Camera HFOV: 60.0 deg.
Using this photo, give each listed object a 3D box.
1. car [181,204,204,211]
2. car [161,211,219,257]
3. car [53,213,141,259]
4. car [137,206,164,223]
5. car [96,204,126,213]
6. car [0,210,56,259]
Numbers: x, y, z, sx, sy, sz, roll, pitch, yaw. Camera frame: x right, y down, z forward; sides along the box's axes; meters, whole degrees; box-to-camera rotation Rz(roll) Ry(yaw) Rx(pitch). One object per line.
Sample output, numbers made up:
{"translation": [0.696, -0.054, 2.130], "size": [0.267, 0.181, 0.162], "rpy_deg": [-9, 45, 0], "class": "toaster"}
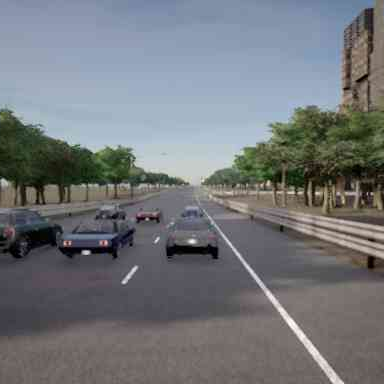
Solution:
{"translation": [0.021, 1.795, 28.896], "size": [1.812, 1.442, 4.674], "rpy_deg": [0, 0, 1], "class": "car"}
{"translation": [0.021, 1.702, 13.517], "size": [1.994, 1.385, 4.181], "rpy_deg": [0, 0, 0], "class": "car"}
{"translation": [-3.484, 1.736, 13.228], "size": [1.895, 1.301, 4.718], "rpy_deg": [0, -1, 0], "class": "car"}
{"translation": [-3.486, 1.866, 28.224], "size": [1.895, 1.301, 4.718], "rpy_deg": [0, 0, 0], "class": "car"}
{"translation": [-6.978, 1.795, 28.900], "size": [1.812, 1.442, 4.674], "rpy_deg": [0, 0, 1], "class": "car"}
{"translation": [-6.982, 1.487, 13.391], "size": [2.097, 1.767, 4.553], "rpy_deg": [0, -1, 0], "class": "car"}
